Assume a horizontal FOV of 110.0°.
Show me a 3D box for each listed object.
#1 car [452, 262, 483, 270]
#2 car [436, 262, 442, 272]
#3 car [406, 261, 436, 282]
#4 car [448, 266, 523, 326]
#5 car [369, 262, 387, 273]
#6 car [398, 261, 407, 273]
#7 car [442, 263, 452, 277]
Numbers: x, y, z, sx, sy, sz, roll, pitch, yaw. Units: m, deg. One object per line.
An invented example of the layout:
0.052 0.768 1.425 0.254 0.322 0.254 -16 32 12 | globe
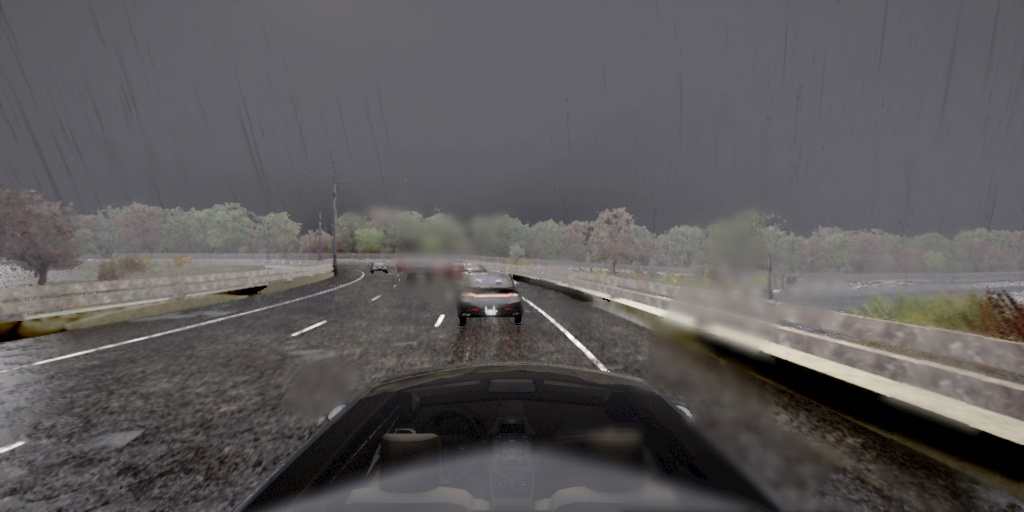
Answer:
-2.650 1.286 23.888 2.128 1.511 4.902 0 0 -12 | car
-9.537 1.411 45.706 1.994 1.385 4.181 0 0 -23 | car
-7.670 1.321 30.125 1.837 1.490 4.892 0 0 -15 | car
-0.762 1.262 11.811 2.128 1.511 4.902 0 0 -5 | car
-16.707 1.402 44.801 2.033 1.411 5.357 0 0 -24 | car
-13.570 1.331 46.233 1.882 1.535 5.008 0 0 -24 | car
-5.109 1.296 33.796 1.882 1.535 5.008 0 0 -17 | car
